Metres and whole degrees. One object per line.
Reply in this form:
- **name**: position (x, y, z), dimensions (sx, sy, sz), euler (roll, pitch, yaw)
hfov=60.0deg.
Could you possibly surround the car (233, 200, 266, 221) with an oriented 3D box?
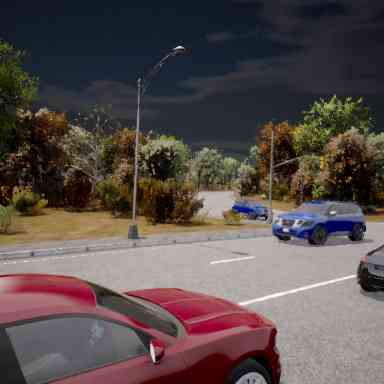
- **car**: position (6.337, 1.862, 35.090), dimensions (2.150, 2.045, 5.566), euler (3, -1, -23)

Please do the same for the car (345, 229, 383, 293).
- **car**: position (5.800, 1.665, 7.936), dimensions (4.181, 1.385, 1.994), euler (1, -1, -35)

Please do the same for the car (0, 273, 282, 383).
- **car**: position (-1.349, 1.479, 2.783), dimensions (5.008, 1.535, 1.882), euler (0, 0, -36)

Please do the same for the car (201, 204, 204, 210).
- **car**: position (0.475, 1.937, 51.773), dimensions (1.895, 1.301, 4.718), euler (3, 1, -15)

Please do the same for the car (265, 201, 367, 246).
- **car**: position (6.564, 1.473, 16.765), dimensions (5.566, 2.045, 2.150), euler (2, -1, -35)
